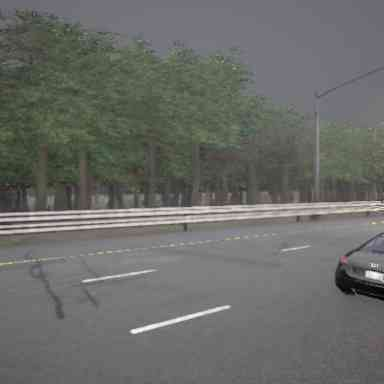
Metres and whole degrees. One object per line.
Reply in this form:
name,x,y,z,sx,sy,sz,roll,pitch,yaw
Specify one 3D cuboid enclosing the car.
car,5.125,1.566,7.530,4.181,1.385,1.994,0,0,-36
